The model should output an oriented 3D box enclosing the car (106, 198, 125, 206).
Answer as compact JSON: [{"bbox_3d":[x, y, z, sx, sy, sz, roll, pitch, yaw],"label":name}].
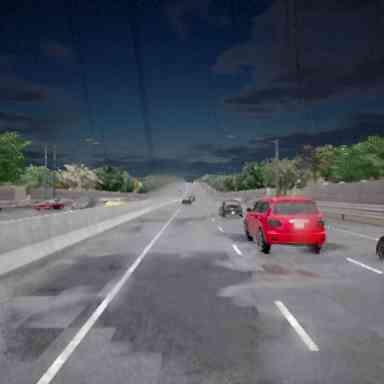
[{"bbox_3d":[-10.580,1.659,46.303,1.882,1.535,5.008,0,0,0],"label":"car"}]

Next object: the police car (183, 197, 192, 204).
[{"bbox_3d":[-1.051,1.969,81.299,1.930,1.638,5.238,0,-1,0],"label":"police car"}]

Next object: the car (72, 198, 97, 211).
[{"bbox_3d":[-14.082,1.513,43.624,2.097,1.767,4.553,0,0,0],"label":"car"}]

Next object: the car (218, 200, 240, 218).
[{"bbox_3d":[3.600,1.578,31.526,1.837,1.490,4.892,0,0,0],"label":"car"}]

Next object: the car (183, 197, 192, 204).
[{"bbox_3d":[-1.051,1.942,75.183,1.882,1.535,5.008,0,-1,0],"label":"car"}]

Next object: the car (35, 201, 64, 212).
[{"bbox_3d":[-17.588,1.743,41.194,1.895,1.301,4.718,0,0,0],"label":"car"}]

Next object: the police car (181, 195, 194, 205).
[{"bbox_3d":[-1.051,1.775,65.285,1.930,1.638,5.238,0,-1,0],"label":"police car"}]

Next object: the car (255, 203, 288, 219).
[{"bbox_3d":[7.100,1.666,30.238,1.895,1.301,4.718,0,0,0],"label":"car"}]

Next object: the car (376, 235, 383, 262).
[{"bbox_3d":[7.100,1.563,9.355,1.994,1.385,4.181,0,0,0],"label":"car"}]

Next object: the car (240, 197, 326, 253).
[{"bbox_3d":[3.600,1.225,13.823,2.150,2.045,5.566,0,0,0],"label":"car"}]
